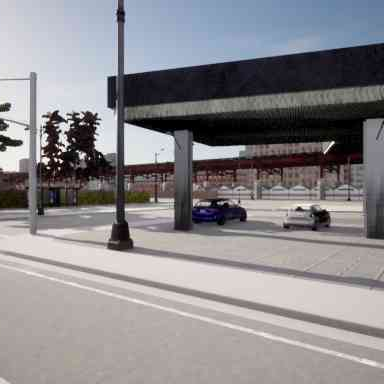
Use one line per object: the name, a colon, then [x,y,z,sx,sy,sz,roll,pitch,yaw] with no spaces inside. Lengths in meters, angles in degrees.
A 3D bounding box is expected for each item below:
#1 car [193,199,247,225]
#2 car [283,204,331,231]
car: [1.993,1.295,23.020,2.242,1.667,4.611,0,0,37]
car: [7.074,1.456,20.232,1.970,1.475,3.806,0,0,37]
